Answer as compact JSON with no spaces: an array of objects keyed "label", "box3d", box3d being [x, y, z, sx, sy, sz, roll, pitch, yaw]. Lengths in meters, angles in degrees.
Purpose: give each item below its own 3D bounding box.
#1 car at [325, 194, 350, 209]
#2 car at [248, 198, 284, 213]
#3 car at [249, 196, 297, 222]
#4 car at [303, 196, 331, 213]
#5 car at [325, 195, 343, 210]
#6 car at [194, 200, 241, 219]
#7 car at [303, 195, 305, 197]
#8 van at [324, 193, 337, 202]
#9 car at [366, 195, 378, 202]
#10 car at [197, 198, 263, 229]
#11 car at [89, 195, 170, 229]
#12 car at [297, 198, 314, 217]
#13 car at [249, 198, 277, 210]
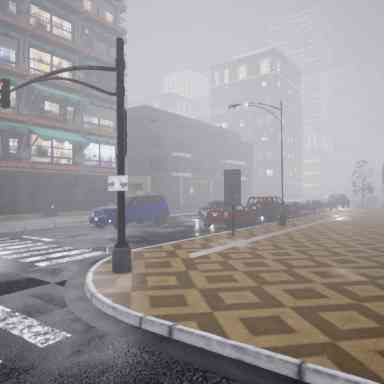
[{"label":"car","box3d":[19.074,1.167,43.267,2.192,1.841,5.009,-1,0,36]},{"label":"car","box3d":[8.593,1.490,38.156,2.033,1.411,5.357,-1,0,37]},{"label":"car","box3d":[5.798,1.216,25.259,2.192,1.841,5.009,-1,0,36]},{"label":"car","box3d":[12.438,1.421,34.262,1.887,1.381,4.507,-1,0,36]},{"label":"car","box3d":[15.757,1.415,38.764,2.008,1.369,4.403,-1,0,36]},{"label":"car","box3d":[2.367,1.470,29.723,1.837,1.490,4.892,-1,0,37]},{"label":"car","box3d":[22.589,1.439,61.311,1.752,1.417,4.829,-1,0,36]},{"label":"van","box3d":[29.326,1.229,70.452,1.690,1.788,3.998,-1,0,36]},{"label":"car","box3d":[35.670,1.334,65.776,1.887,1.381,4.507,-1,0,36]},{"label":"car","box3d":[2.481,1.353,20.757,1.967,1.590,4.097,-1,0,36]},{"label":"car","box3d":[-3.812,1.209,21.311,2.150,2.045,5.566,-1,0,38]},{"label":"car","box3d":[9.120,1.471,29.760,1.802,1.307,4.206,-1,0,36]},{"label":"car","box3d":[9.314,1.489,43.303,1.752,1.417,4.829,-1,0,36]}]
